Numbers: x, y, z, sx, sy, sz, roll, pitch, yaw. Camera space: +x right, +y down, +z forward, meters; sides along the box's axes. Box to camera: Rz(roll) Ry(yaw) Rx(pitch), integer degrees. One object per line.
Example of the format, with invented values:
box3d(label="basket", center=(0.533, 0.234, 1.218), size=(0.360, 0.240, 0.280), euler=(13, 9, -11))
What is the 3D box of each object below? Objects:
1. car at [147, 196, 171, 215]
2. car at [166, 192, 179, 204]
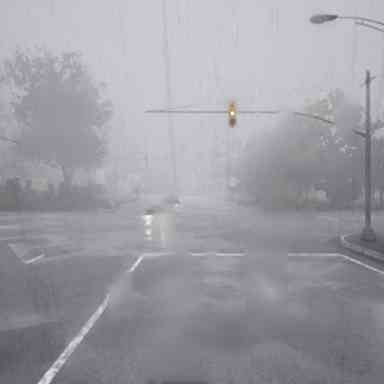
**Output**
box3d(label="car", center=(-3.428, 1.486, 33.799), size=(1.812, 1.442, 4.674), euler=(0, 0, 0))
box3d(label="car", center=(-3.430, 1.116, 59.001), size=(2.150, 2.045, 5.566), euler=(0, 1, 0))
